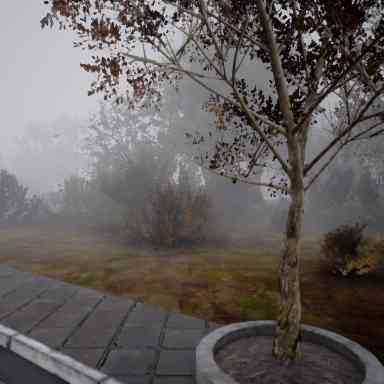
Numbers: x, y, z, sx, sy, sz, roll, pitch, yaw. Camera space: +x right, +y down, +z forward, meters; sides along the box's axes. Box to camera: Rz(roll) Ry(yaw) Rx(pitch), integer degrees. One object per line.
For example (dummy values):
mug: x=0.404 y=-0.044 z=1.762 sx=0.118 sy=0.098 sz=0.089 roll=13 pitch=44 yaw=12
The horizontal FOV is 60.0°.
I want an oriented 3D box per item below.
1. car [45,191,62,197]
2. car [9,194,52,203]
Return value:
car: x=-18.335 y=0.941 z=41.832 sx=2.150 sy=2.045 sz=5.566 roll=1 pitch=0 yaw=32
car: x=-15.997 y=1.260 z=32.028 sx=1.882 sy=1.535 sz=5.008 roll=1 pitch=0 yaw=32
